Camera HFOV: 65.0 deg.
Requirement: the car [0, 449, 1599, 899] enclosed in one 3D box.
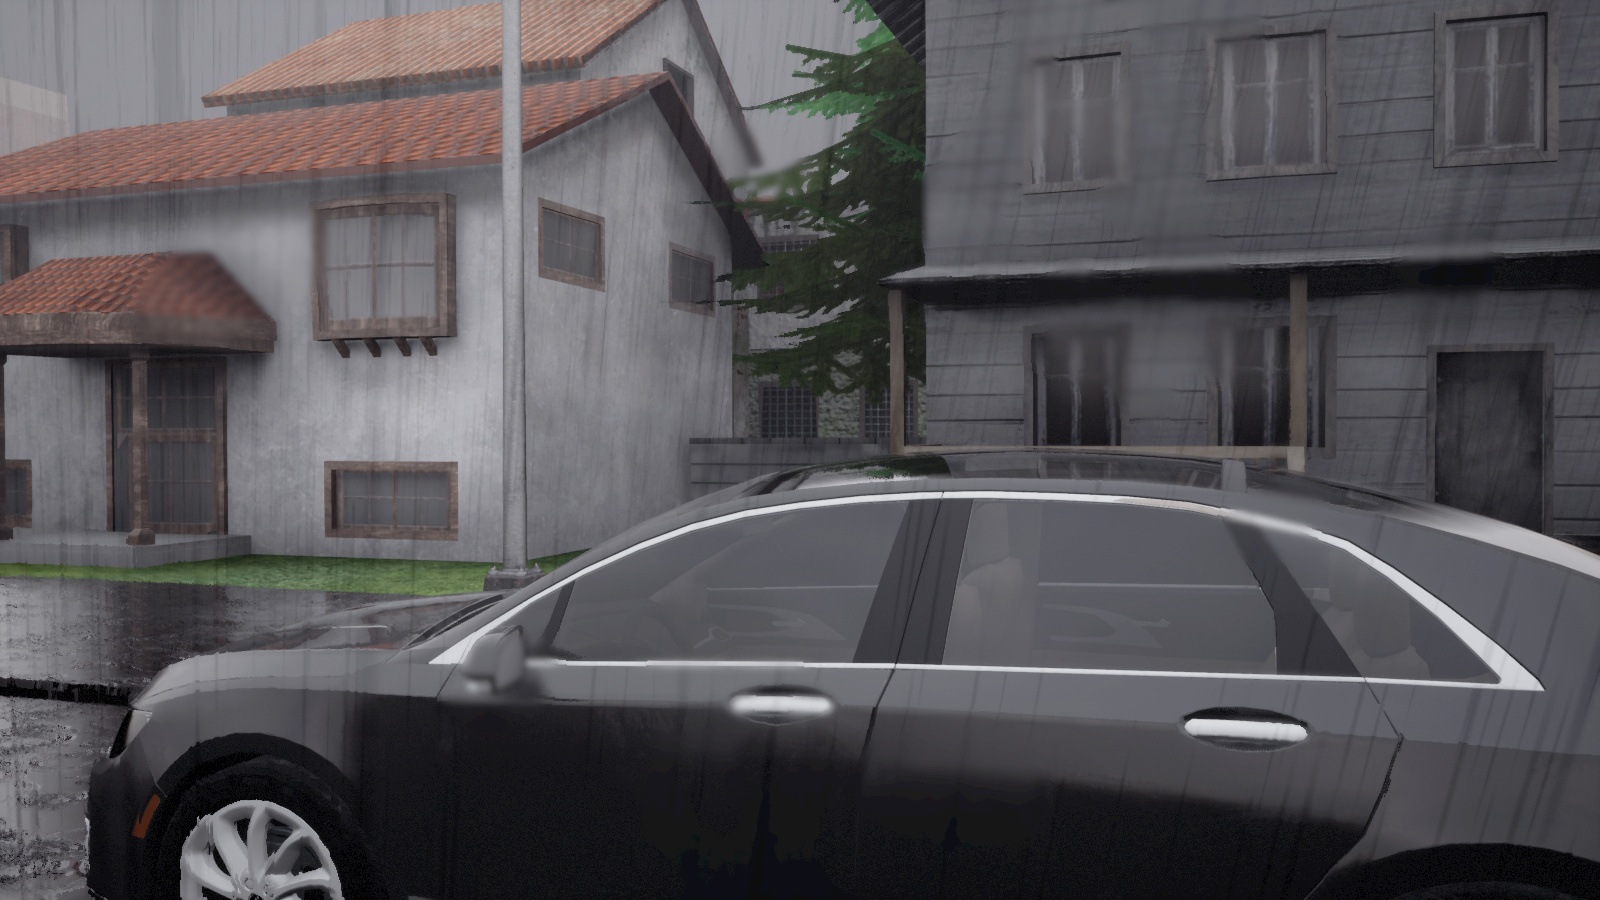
[{"bbox_3d":[0.277,0.774,3.629,4.892,1.490,1.837,1,1,19],"label":"car"}]
